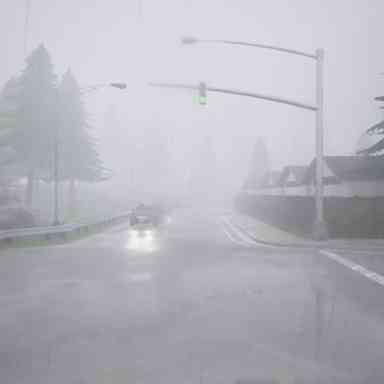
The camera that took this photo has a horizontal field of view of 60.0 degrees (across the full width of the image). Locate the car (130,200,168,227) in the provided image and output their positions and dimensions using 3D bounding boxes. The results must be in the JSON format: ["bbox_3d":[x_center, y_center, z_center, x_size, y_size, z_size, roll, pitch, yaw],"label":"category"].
[{"bbox_3d":[-3.255,1.621,24.324,2.128,1.511,4.902,0,0,1],"label":"car"}]

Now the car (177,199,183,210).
[{"bbox_3d":[-2.609,1.735,48.088,2.128,1.511,4.902,0,0,11],"label":"car"}]

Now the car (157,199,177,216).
[{"bbox_3d":[-3.095,1.534,34.777,2.097,1.767,4.553,0,0,1],"label":"car"}]
